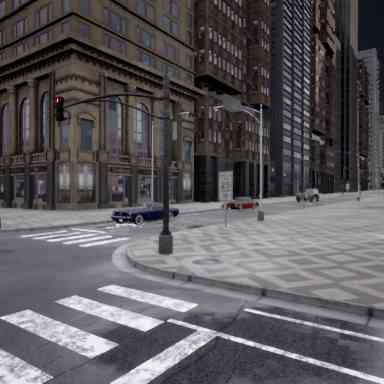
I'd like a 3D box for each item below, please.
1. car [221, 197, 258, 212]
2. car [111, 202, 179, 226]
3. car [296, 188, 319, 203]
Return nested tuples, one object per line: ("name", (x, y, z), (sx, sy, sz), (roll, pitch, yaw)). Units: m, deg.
("car", (4.658, 1.175, 32.305), (1.895, 1.301, 4.718), (0, 1, 35))
("car", (-2.960, 1.351, 21.619), (1.895, 1.301, 4.718), (0, 1, 36))
("car", (17.600, 0.489, 50.308), (2.150, 2.045, 5.566), (0, 1, 36))
